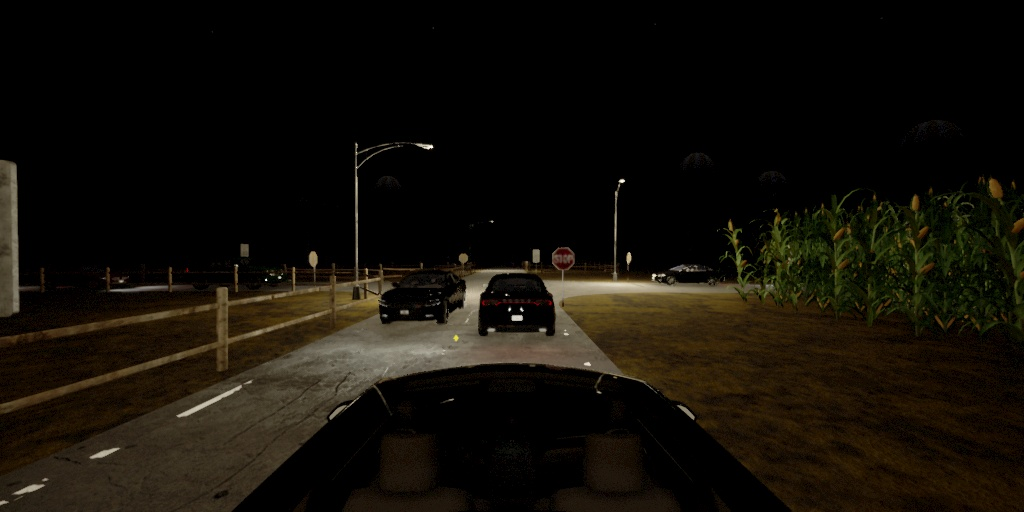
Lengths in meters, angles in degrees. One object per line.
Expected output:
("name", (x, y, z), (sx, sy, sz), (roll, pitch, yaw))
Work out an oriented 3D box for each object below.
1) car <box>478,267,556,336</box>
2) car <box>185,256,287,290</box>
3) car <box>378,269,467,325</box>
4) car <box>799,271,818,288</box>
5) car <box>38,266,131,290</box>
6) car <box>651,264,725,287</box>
("car", (0.118, 1.234, 10.448), (1.882, 1.535, 5.008), (0, 0, 0))
("car", (-17.705, 1.041, 23.080), (5.566, 2.045, 2.150), (0, 1, 0))
("car", (-2.775, 1.236, 12.086), (1.882, 1.535, 5.008), (0, 0, 2))
("car", (22.496, 1.523, 25.792), (4.181, 1.385, 1.994), (0, 1, 0))
("car", (-27.535, 1.374, 23.143), (4.674, 1.442, 1.812), (0, 1, 0))
("car", (12.649, 1.360, 25.851), (4.902, 1.511, 2.128), (0, 1, 0))
